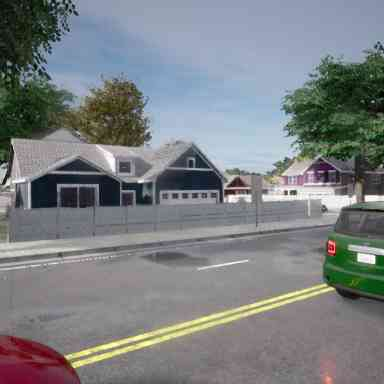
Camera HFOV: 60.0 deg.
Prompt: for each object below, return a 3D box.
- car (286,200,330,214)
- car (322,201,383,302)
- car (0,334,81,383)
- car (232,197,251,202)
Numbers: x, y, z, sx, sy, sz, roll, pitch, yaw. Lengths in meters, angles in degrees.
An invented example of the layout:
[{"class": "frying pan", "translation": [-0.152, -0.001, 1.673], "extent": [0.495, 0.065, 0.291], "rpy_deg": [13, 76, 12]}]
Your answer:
[{"class": "car", "translation": [12.646, 1.574, 36.443], "extent": [1.994, 1.385, 4.181], "rpy_deg": [-1, 0, -34]}, {"class": "car", "translation": [5.144, 1.209, 7.149], "extent": [5.566, 2.045, 2.150], "rpy_deg": [0, 0, -35]}, {"class": "car", "translation": [-2.988, 1.476, 1.311], "extent": [5.008, 1.535, 1.882], "rpy_deg": [0, 0, -35]}, {"class": "car", "translation": [7.331, 1.426, 44.762], "extent": [2.097, 1.767, 4.553], "rpy_deg": [-1, 0, -31]}]
